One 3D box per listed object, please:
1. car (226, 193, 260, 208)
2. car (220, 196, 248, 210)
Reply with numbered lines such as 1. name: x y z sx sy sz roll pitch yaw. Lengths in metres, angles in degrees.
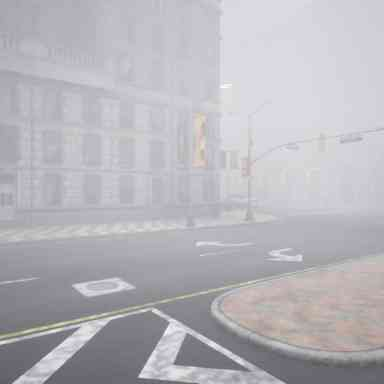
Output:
1. car: 6.915 1.221 46.384 2.150 2.045 5.566 0 0 -37
2. car: 4.742 1.564 43.420 1.994 1.385 4.181 0 0 -36
